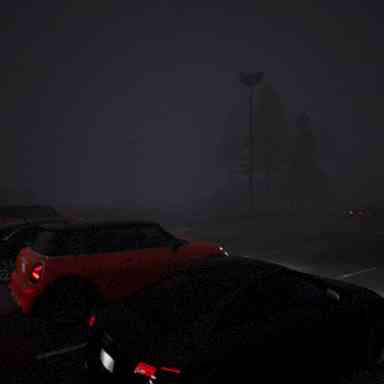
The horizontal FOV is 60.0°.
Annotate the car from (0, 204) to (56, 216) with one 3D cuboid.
[{"bbox_3d":[-7.042,1.358,15.108,2.097,1.767,4.553,0,0,36],"label":"car"}]

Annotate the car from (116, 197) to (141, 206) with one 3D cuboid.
[{"bbox_3d":[-10.668,1.551,55.597,4.902,1.511,2.128,0,0,36],"label":"car"}]

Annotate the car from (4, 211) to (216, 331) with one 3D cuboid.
[{"bbox_3d":[-1.261,1.361,7.146,4.553,1.767,2.097,0,0,-36],"label":"car"}]

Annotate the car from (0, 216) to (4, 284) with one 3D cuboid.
[{"bbox_3d":[-3.821,1.510,9.619,4.892,1.490,1.837,0,0,-36],"label":"car"}]

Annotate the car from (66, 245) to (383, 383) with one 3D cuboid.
[{"bbox_3d":[0.819,1.572,4.331,4.181,1.385,1.994,0,0,-36],"label":"car"}]

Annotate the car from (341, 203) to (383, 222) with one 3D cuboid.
[{"bbox_3d":[14.134,1.621,26.733,5.357,1.411,2.033,0,0,-36],"label":"car"}]
